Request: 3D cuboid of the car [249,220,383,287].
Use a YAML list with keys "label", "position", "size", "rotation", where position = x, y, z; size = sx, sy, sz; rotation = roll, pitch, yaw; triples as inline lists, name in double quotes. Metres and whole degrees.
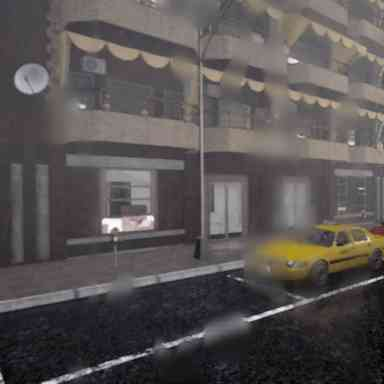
- label: "car"
  position: [3.690, 1.492, 9.197]
  size: [4.829, 1.417, 1.752]
  rotation: [0, 0, -35]
